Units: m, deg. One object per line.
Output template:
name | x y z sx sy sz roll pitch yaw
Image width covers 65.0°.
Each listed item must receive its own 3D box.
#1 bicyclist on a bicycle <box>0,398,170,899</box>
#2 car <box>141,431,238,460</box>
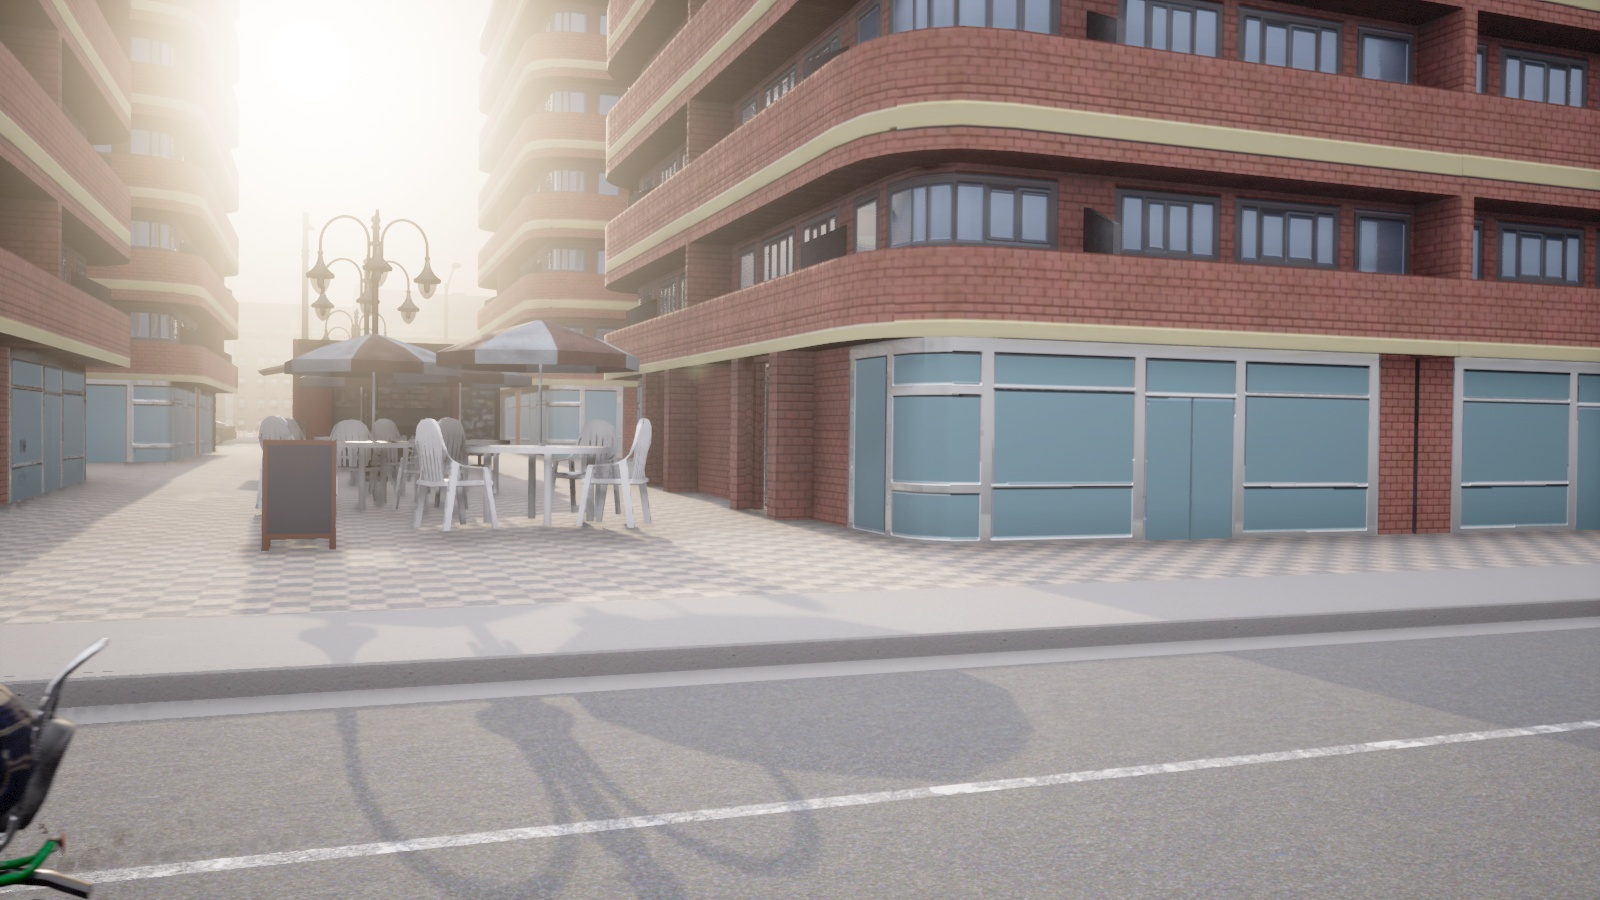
bicyclist on a bicycle | -2.118 0.718 2.440 1.509 1.612 0.866 -1 1 -21
car | -35.680 -0.275 73.547 4.892 1.490 1.837 -2 1 -21
